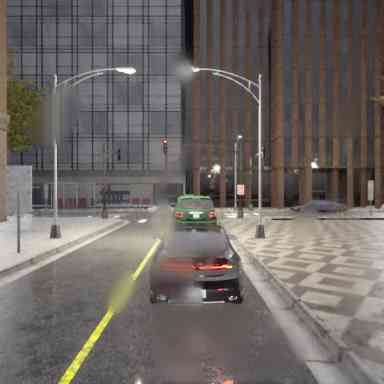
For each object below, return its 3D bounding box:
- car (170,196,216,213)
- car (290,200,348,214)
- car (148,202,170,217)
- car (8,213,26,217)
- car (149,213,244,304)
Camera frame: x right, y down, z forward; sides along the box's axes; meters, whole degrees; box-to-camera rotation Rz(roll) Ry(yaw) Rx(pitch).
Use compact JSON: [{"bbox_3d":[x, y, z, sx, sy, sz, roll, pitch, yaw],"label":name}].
[{"bbox_3d":[0.040,1.218,18.134,2.150,2.045,5.566,0,0,-3],"label":"car"},{"bbox_3d":[12.734,1.486,33.515,5.357,1.411,2.033,0,0,0],"label":"car"},{"bbox_3d":[-1.572,1.593,30.321,4.718,1.301,1.895,0,0,0],"label":"car"},{"bbox_3d":[-17.769,1.547,30.321,5.008,1.535,1.882,0,0,0],"label":"car"},{"bbox_3d":[0.082,1.504,8.143,1.837,1.490,4.892,0,0,0],"label":"car"}]
